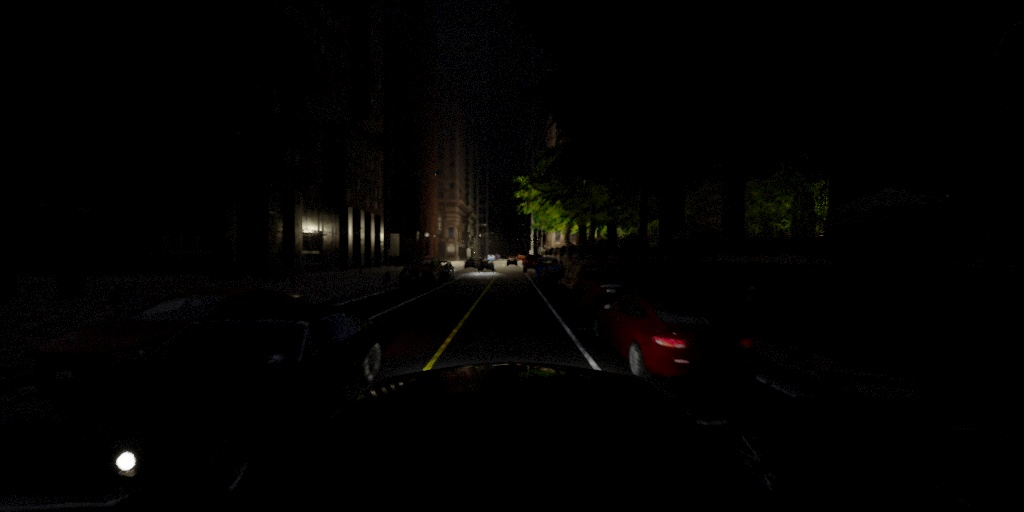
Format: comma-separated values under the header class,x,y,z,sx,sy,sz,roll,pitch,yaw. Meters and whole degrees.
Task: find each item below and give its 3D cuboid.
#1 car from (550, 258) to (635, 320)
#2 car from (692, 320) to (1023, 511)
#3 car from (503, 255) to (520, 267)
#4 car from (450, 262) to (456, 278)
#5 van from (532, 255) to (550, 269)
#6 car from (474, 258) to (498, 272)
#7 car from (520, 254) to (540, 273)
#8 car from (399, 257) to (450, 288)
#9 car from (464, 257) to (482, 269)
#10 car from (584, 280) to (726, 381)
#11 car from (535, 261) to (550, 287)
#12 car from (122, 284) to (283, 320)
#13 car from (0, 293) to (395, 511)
class,x,y,z,sx,sy,sz,roll,pitch,yaw
car,2.761,1.048,12.401,2.192,1.841,5.009,0,0,0
car,2.760,1.316,1.348,1.948,1.339,4.313,0,0,0
car,0.006,0.984,60.790,2.128,1.511,4.902,0,0,0
car,-5.765,1.109,28.966,1.967,1.591,4.097,0,0,0
van,2.761,1.011,28.977,1.690,1.789,3.998,0,0,0
car,-3.085,1.196,43.224,1.895,1.301,4.718,0,0,0
car,2.392,0.834,41.323,2.150,2.045,5.566,0,0,0
car,-5.764,1.010,23.442,2.192,1.841,5.009,0,0,0
car,-5.765,1.102,51.064,2.007,1.370,4.403,0,0,0
car,2.761,1.326,6.875,1.802,1.307,4.207,0,0,0
car,2.761,1.241,23.453,1.888,1.381,4.507,0,0,0
car,-5.764,1.288,6.864,1.888,1.381,4.507,0,0,0
car,-3.096,1.348,4.356,1.895,1.301,4.718,0,0,0
